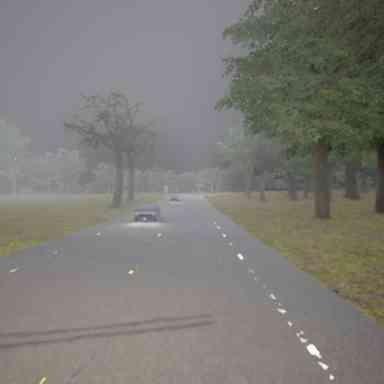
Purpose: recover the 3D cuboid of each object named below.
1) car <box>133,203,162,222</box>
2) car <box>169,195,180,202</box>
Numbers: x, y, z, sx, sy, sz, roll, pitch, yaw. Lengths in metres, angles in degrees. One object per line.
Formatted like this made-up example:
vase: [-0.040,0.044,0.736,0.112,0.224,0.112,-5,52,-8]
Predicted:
car: [-3.600,1.639,27.860,2.033,1.411,5.357,0,0,0]
car: [-3.503,1.292,67.761,2.033,1.411,5.357,0,1,0]
